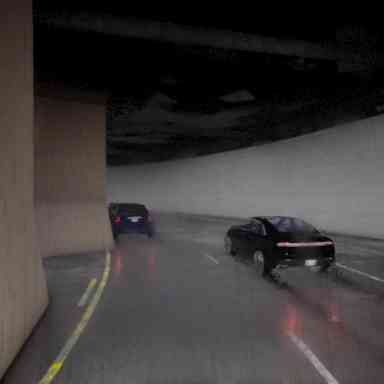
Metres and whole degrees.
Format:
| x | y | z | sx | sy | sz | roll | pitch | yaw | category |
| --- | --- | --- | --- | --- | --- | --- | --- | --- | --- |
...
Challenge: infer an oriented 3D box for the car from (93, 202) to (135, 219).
| x | y | z | sx | sy | sz | roll | pitch | yaw | category |
| --- | --- | --- | --- | --- | --- | --- | --- | --- | --- |
| -7.242 | 1.633 | 30.568 | 1.895 | 1.301 | 4.718 | 0 | 0 | -40 | car |

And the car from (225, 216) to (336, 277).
| x | y | z | sx | sy | sz | roll | pitch | yaw | category |
| --- | --- | --- | --- | --- | --- | --- | --- | --- | --- |
| 2.421 | 1.481 | 10.343 | 2.128 | 1.511 | 4.902 | 0 | 0 | -10 | car |

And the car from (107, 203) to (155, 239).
| x | y | z | sx | sy | sz | roll | pitch | yaw | category |
| --- | --- | --- | --- | --- | --- | --- | --- | --- | --- |
| -3.512 | 1.368 | 17.841 | 2.097 | 1.767 | 4.553 | 0 | 0 | -22 | car |
